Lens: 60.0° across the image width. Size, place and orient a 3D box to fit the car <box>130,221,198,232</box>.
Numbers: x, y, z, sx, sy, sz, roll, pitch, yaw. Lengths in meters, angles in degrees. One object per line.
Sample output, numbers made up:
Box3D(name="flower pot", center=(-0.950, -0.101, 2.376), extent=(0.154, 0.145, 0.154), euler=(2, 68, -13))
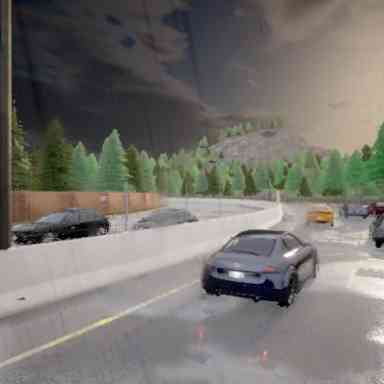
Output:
Box3D(name="car", center=(-1.308, 1.661, 17.577), extent=(1.837, 1.490, 4.892), euler=(0, 0, 26))

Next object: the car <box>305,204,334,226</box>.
Box3D(name="car", center=(9.728, 1.692, 25.523), extent=(1.882, 1.535, 5.008), euler=(0, 0, 20))

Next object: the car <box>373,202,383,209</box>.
Box3D(name="car", center=(19.658, 1.763, 34.770), extent=(1.882, 1.535, 5.008), euler=(0, 0, 13))

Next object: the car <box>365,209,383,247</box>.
Box3D(name="car", center=(9.362, 1.690, 15.336), extent=(1.994, 1.385, 4.181), euler=(0, 0, 25))

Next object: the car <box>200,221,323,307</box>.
Box3D(name="car", center=(1.887, 1.637, 8.385), extent=(1.994, 1.385, 4.181), euler=(0, -1, 30))

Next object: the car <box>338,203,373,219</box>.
Box3D(name="car", center=(15.451, 1.814, 32.158), extent=(2.033, 1.411, 5.357), euler=(0, 0, 15))

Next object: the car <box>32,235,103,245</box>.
Box3D(name="car", center=(-6.114, 1.624, 15.887), extent=(1.882, 1.535, 5.008), euler=(0, 0, 28))
